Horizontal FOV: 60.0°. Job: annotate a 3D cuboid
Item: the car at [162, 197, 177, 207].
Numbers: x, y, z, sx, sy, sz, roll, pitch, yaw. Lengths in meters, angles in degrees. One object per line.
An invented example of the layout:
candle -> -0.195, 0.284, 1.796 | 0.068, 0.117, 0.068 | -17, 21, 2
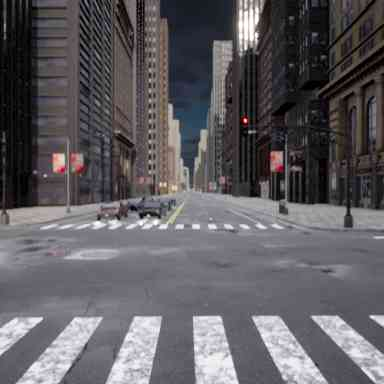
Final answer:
car -> -3.399, 1.541, 51.808 | 2.033, 1.411, 5.357 | 0, 0, 0

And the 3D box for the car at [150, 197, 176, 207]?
car -> -3.385, 1.492, 39.423 | 2.128, 1.511, 4.902 | 0, 0, 0

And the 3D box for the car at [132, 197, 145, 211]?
car -> -6.638, 1.602, 37.327 | 1.895, 1.301, 4.718 | 0, 0, 0

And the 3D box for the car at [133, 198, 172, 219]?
car -> -3.354, 1.551, 29.555 | 2.033, 1.411, 5.357 | 0, 0, 4

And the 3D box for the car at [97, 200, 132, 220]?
car -> -6.626, 1.529, 28.122 | 1.812, 1.442, 4.674 | 0, 0, 0
